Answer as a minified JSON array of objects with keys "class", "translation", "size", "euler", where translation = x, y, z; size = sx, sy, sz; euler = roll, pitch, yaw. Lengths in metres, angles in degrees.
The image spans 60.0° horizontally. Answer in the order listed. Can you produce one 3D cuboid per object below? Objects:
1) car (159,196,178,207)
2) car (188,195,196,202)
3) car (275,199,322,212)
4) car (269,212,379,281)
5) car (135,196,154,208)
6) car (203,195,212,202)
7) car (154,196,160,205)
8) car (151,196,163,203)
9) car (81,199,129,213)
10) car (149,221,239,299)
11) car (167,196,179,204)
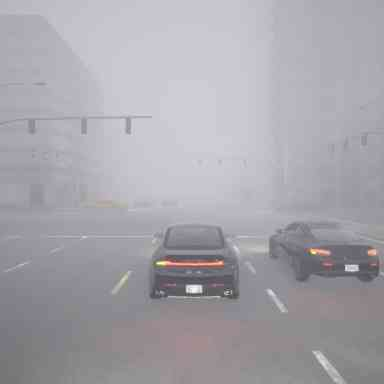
[{"class":"car","translation":[-3.568,1.477,52.546],"size":[1.882,1.535,5.008],"euler":[0,0,0]},{"class":"car","translation":[0.001,1.364,73.944],"size":[2.128,1.511,4.902],"euler":[0,0,0]},{"class":"car","translation":[11.549,1.505,36.305],"size":[4.892,1.490,1.837],"euler":[0,0,9]},{"class":"car","translation":[3.564,1.526,9.693],"size":[1.812,1.442,4.674],"euler":[0,0,0]},{"class":"car","translation":[-7.086,1.601,48.423],"size":[1.895,1.301,4.718],"euler":[0,0,0]},{"class":"car","translation":[3.501,1.363,73.944],"size":[1.812,1.442,4.674],"euler":[0,0,0]},{"class":"car","translation":[-7.079,1.477,57.527],"size":[1.882,1.535,5.008],"euler":[0,0,0]},{"class":"car","translation":[-7.019,1.564,67.491],"size":[1.994,1.385,4.181],"euler":[0,0,1]},{"class":"car","translation":[-9.374,1.477,35.860],"size":[5.008,1.535,1.882],"euler":[0,0,1]},{"class":"car","translation":[0.058,1.505,8.437],"size":[1.837,1.490,4.892],"euler":[0,0,0]},{"class":"car","translation":[-3.545,1.547,62.808],"size":[2.033,1.411,5.357],"euler":[0,0,0]}]
